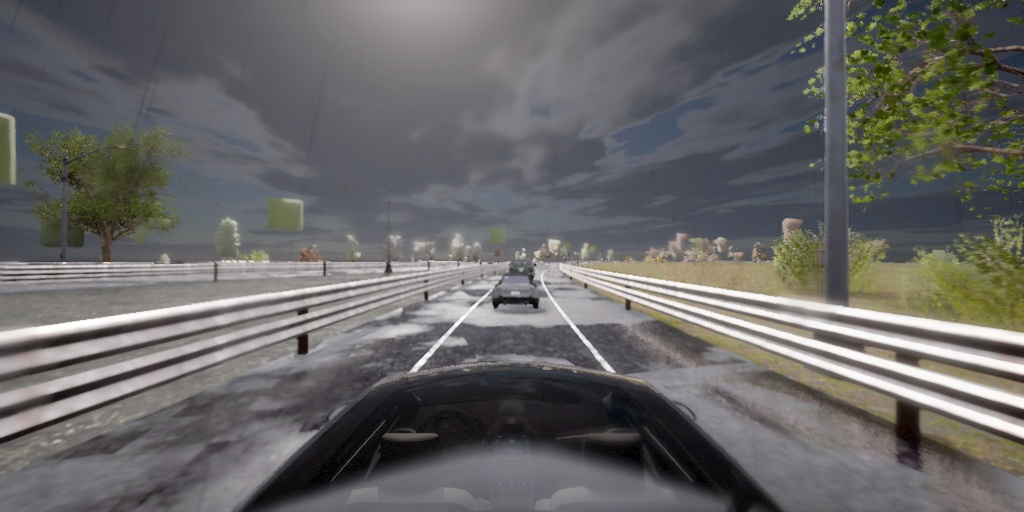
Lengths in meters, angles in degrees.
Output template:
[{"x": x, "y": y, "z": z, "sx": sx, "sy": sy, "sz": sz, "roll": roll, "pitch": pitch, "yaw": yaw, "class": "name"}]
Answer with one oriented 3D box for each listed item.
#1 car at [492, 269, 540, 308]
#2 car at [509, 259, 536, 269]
[{"x": 0.198, "y": 1.451, "z": 16.094, "sx": 1.994, "sy": 1.385, "sz": 4.181, "roll": 0, "pitch": 0, "yaw": 2, "class": "car"}, {"x": 0.868, "y": 1.241, "z": 30.727, "sx": 2.150, "sy": 2.045, "sz": 5.566, "roll": 0, "pitch": 0, "yaw": 4, "class": "car"}]
